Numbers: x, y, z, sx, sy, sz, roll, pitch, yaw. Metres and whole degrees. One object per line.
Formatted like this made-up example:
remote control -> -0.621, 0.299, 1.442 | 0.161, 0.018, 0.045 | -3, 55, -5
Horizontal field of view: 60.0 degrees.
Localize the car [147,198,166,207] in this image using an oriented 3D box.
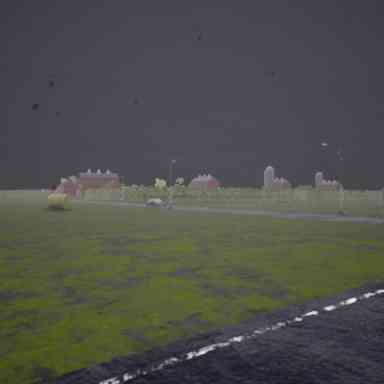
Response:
car -> -6.345, 1.875, 58.621 | 1.812, 1.442, 4.674 | 0, 0, -35
